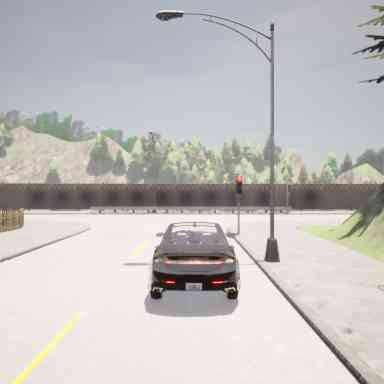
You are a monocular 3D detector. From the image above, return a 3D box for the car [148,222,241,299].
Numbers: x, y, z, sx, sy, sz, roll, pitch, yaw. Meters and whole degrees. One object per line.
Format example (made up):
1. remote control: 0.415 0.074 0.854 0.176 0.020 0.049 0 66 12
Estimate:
1. car: 0.069 1.491 8.417 2.128 1.511 4.902 0 0 1
